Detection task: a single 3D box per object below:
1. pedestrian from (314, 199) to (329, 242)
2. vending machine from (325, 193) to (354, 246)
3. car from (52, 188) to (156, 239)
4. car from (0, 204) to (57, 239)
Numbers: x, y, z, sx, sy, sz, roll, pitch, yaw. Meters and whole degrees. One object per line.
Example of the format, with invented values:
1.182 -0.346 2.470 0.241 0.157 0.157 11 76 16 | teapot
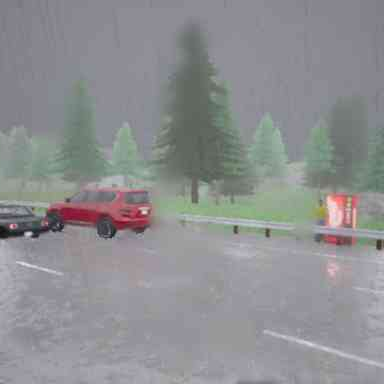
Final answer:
5.357 1.180 13.933 0.375 1.860 0.375 2 1 35 | pedestrian
6.284 1.102 14.120 0.880 2.100 1.100 2 1 35 | vending machine
-4.213 0.840 15.115 5.566 2.045 2.150 2 1 32 | car
-7.809 1.161 13.239 4.718 1.301 1.895 2 1 32 | car
